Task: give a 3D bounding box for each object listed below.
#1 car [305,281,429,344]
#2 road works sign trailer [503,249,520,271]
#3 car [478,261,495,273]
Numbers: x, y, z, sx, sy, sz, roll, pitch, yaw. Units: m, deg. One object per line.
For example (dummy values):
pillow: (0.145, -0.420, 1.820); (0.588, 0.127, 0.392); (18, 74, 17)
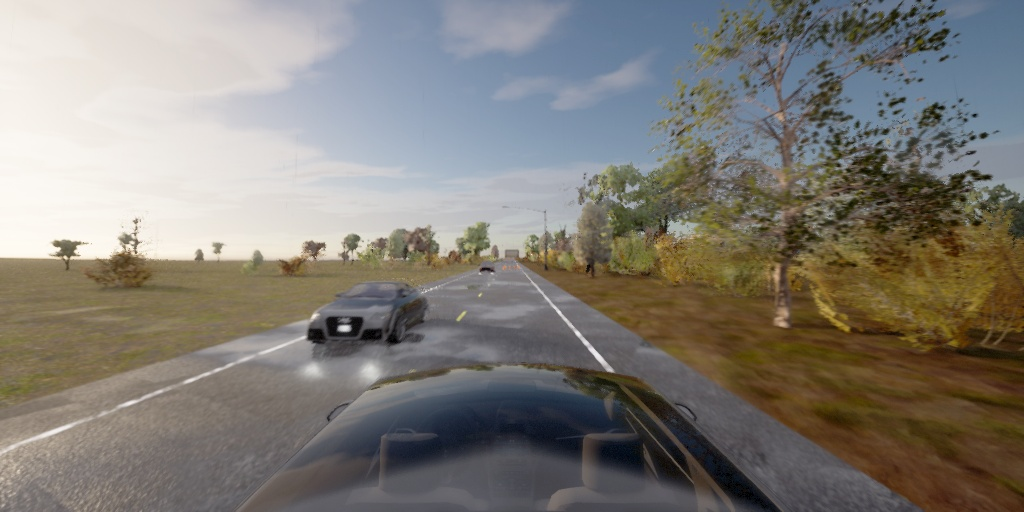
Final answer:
car: (-3.603, 1.378, 9.692); (1.994, 1.385, 4.181); (0, 0, 0)
road works sign trailer: (-0.015, 0.631, 58.415); (2.380, 3.560, 2.880); (0, 0, 0)
car: (-3.579, 1.471, 51.324); (2.097, 1.767, 4.553); (0, 0, 0)
